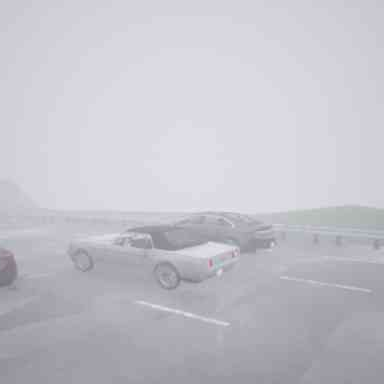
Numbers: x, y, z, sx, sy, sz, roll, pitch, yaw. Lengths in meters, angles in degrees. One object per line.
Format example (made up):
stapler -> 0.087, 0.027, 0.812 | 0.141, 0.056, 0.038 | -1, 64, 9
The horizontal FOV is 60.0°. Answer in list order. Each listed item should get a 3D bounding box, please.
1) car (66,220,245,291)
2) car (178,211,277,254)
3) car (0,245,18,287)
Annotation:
car -> -1.213, 1.559, 8.917 | 4.718, 1.301, 1.895 | 0, 0, 33
car -> 0.536, 1.441, 11.918 | 4.902, 1.511, 2.128 | 0, 0, 33
car -> -6.041, 1.516, 7.847 | 4.181, 1.385, 1.994 | 0, 0, 33
